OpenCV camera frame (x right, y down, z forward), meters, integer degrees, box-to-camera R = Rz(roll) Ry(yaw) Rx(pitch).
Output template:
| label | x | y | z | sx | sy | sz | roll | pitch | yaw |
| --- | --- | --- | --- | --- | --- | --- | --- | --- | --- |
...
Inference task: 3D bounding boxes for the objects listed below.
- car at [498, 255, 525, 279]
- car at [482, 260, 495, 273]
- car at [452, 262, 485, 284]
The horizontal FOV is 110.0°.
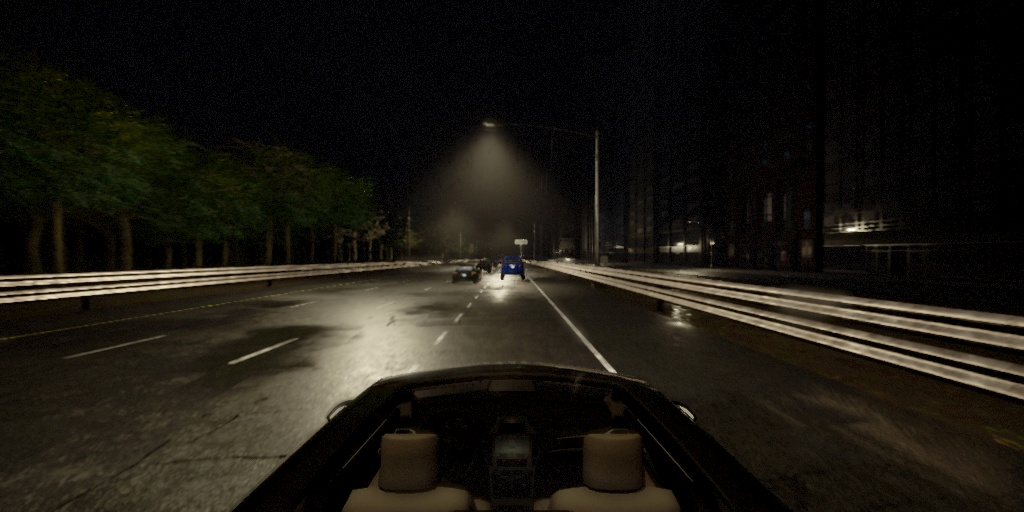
| label | x | y | z | sx | sy | sz | roll | pitch | yaw |
| --- | --- | --- | --- | --- | --- | --- | --- | --- | --- |
| car | 0.057 | 1.099 | 34.638 | 2.150 | 2.045 | 5.566 | 0 | 0 | 0 |
| car | -3.604 | 1.436 | 46.565 | 1.837 | 1.490 | 4.892 | 0 | 0 | 0 |
| car | -3.537 | 1.408 | 28.544 | 1.994 | 1.385 | 4.181 | 0 | 0 | 0 |
